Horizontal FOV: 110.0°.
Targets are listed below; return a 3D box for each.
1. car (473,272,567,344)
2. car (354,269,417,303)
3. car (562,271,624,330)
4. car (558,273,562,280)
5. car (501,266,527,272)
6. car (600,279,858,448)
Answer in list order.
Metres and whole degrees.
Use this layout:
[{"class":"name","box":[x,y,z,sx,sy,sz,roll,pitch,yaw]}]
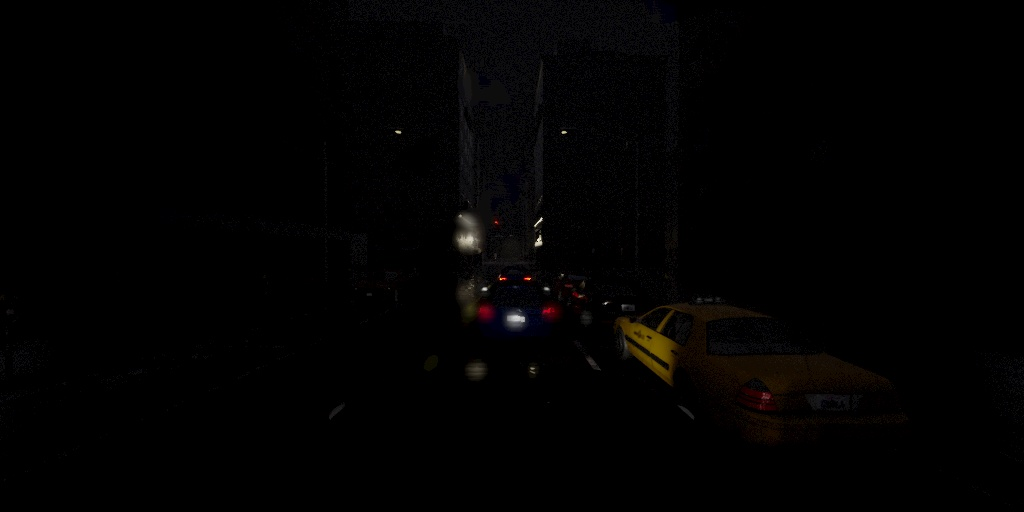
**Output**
[{"class":"car","box":[0.102,1.312,9.605,1.994,1.385,4.181,0,0,0]},{"class":"car","box":[-5.667,1.290,16.506,1.888,1.381,4.507,0,0,0]},{"class":"car","box":[2.877,1.313,10.920,1.948,1.339,4.313,0,0,0]},{"class":"car","box":[2.878,1.327,16.506,1.802,1.307,4.207,0,0,0]},{"class":"car","box":[0.107,1.270,19.619,1.812,1.442,4.674,0,0,-2]},{"class":"car","box":[2.875,1.274,5.504,1.751,1.417,4.829,0,0,0]}]
